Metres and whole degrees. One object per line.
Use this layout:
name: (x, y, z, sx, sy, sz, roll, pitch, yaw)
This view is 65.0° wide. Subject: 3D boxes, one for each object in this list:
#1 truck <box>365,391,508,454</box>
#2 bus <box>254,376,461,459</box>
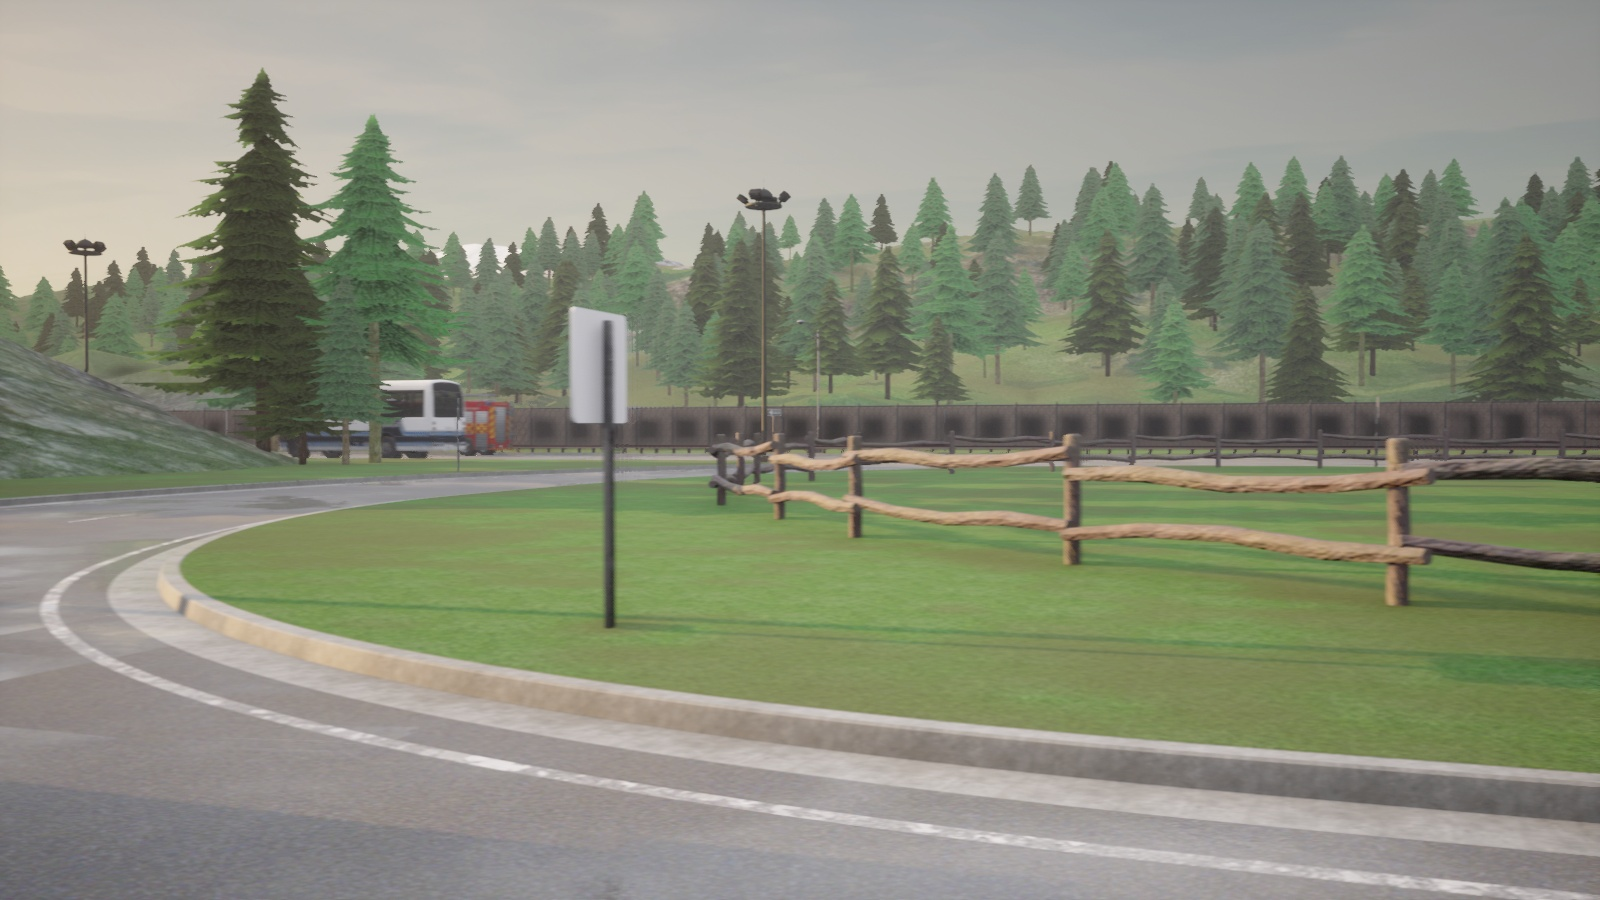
truck: (-22.767, -1.720, 78.625, 8.468, 3.827, 2.891, 1, 1, 18)
bus: (-23.914, -1.764, 67.938, 10.273, 4.253, 3.944, 1, 1, 18)
